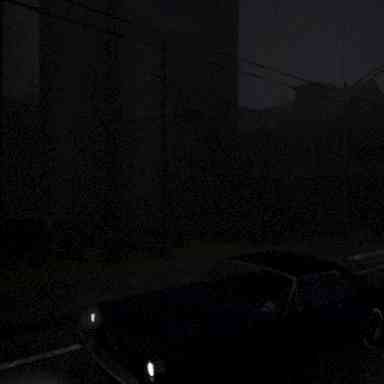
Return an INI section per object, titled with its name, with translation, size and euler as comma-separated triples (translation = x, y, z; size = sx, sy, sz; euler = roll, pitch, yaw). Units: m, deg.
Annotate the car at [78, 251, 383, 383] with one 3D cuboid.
[car]
translation = 0.968, 1.615, 4.687
size = 4.718, 1.301, 1.895
euler = 0, 0, -36
